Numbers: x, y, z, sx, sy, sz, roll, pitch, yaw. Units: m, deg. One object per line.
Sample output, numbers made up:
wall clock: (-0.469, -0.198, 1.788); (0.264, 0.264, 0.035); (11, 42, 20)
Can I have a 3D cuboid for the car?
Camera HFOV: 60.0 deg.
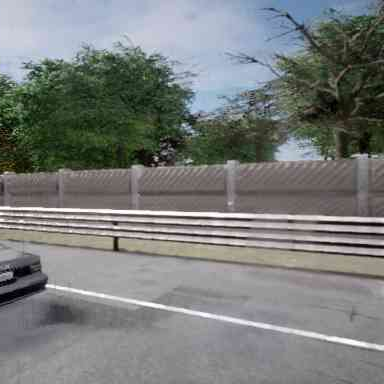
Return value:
car: (-5.323, 1.455, 6.667); (5.357, 1.411, 2.033); (0, 2, 28)
